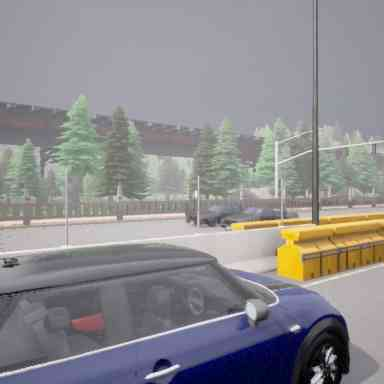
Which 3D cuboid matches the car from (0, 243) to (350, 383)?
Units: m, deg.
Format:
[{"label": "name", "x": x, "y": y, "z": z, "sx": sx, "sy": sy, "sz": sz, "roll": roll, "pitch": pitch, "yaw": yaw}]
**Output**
[{"label": "car", "x": -0.345, "y": 1.352, "z": 3.502, "sx": 4.553, "sy": 1.767, "sz": 2.097, "roll": 0, "pitch": 0, "yaw": -36}]
